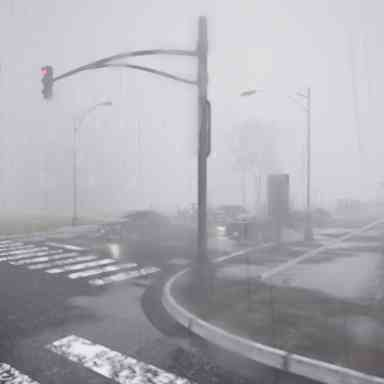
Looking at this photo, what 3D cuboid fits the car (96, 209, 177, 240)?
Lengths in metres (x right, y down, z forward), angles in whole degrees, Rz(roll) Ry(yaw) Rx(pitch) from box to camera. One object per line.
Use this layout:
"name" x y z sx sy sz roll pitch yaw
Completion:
"car" -3.166 1.732 18.792 1.812 1.442 4.674 0 0 36

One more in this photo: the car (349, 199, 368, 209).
"car" 27.654 1.962 55.185 1.994 1.385 4.181 0 0 36

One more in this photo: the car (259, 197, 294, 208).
"car" 9.103 1.507 35.410 2.150 2.045 5.566 0 0 36

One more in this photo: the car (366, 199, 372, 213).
"car" 20.391 1.783 40.893 1.967 1.590 4.097 0 0 36

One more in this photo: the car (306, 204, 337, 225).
"car" 9.896 1.856 26.533 1.802 1.307 4.206 0 0 36

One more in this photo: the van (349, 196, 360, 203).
"van" 39.962 1.840 81.634 1.690 1.788 3.998 0 0 36

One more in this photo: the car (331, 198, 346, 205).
"car" 30.078 1.998 68.230 1.947 1.339 4.313 0 0 36

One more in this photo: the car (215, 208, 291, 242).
"car" 3.390 1.783 17.710 2.008 1.369 4.403 0 0 36

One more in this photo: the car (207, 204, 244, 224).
"car" 2.850 1.750 26.945 1.837 1.490 4.892 0 0 36

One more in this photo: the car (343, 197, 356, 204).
"car" 36.566 2.001 77.029 1.752 1.417 4.829 0 0 36

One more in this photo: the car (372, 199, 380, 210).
"car" 26.938 1.827 49.856 1.967 1.590 4.097 0 0 36

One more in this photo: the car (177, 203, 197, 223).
"car" 0.320 1.676 28.102 1.967 1.590 4.097 0 0 36

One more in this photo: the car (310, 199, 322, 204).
"car" 20.091 1.891 54.692 1.752 1.417 4.829 0 0 36

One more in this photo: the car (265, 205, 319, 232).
"car" 6.644 1.819 22.122 1.947 1.339 4.313 0 0 36

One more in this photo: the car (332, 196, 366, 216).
"car" 17.122 1.636 36.406 2.192 1.841 5.009 0 0 36
